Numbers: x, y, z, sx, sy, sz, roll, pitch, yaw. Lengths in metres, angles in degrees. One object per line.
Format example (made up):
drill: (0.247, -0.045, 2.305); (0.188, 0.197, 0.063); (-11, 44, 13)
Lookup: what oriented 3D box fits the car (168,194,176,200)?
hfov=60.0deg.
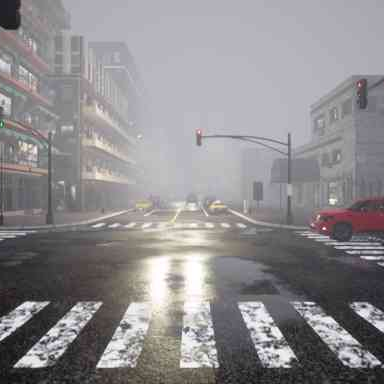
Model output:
car: (-5.694, 1.430, 94.762); (2.192, 1.841, 5.009); (0, 0, 0)

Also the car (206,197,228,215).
car: (2.691, 1.543, 34.001); (1.752, 1.417, 4.829); (0, 0, 0)

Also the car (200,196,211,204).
car: (2.688, 1.609, 67.066); (2.008, 1.369, 4.403); (0, 0, 0)

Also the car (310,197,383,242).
car: (8.684, 1.264, 16.060); (5.566, 2.045, 2.150); (0, 0, 4)

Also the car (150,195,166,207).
car: (-5.690, 1.349, 50.448); (2.192, 1.841, 5.009); (0, 0, 0)

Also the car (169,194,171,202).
car: (-5.692, 1.584, 66.895); (1.752, 1.417, 4.829); (0, 0, 0)

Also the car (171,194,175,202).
car: (-5.693, 1.624, 78.144); (1.887, 1.381, 4.507); (0, 0, 0)

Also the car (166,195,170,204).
car: (-5.692, 1.600, 61.526); (2.008, 1.369, 4.403); (0, 0, 0)

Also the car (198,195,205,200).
car: (2.686, 1.665, 94.762); (2.008, 1.369, 4.403); (0, 0, 0)

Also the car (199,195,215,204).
car: (2.690, 1.349, 50.449); (2.192, 1.841, 5.009); (0, 0, 0)

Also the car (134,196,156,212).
car: (-5.691, 1.547, 39.199); (1.752, 1.417, 4.829); (0, 0, 0)

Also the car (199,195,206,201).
car: (2.687, 1.628, 89.393); (1.752, 1.417, 4.829); (0, 0, 0)

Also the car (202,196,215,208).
car: (2.690, 1.609, 44.909); (1.802, 1.307, 4.206); (0, 0, 0)

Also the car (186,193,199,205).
car: (-0.004, 1.400, 60.607); (2.097, 1.767, 4.553); (0, 0, 0)

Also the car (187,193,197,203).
car: (-0.004, 1.179, 70.670); (2.150, 2.045, 5.566); (0, 0, 0)
